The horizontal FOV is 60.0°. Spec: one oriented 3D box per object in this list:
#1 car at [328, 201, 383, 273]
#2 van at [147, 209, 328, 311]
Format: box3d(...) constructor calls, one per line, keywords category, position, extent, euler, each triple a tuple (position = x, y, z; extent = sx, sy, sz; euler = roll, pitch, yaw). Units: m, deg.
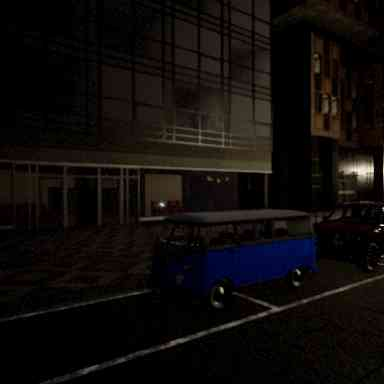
box3d(category="car", position=(5.592, 1.238, 10.643), extent=(5.009, 1.841, 2.192), euler=(-1, 0, -36))
box3d(category="van", position=(1.027, 1.304, 7.383), extent=(3.998, 1.788, 1.690), euler=(-1, 0, -36))
